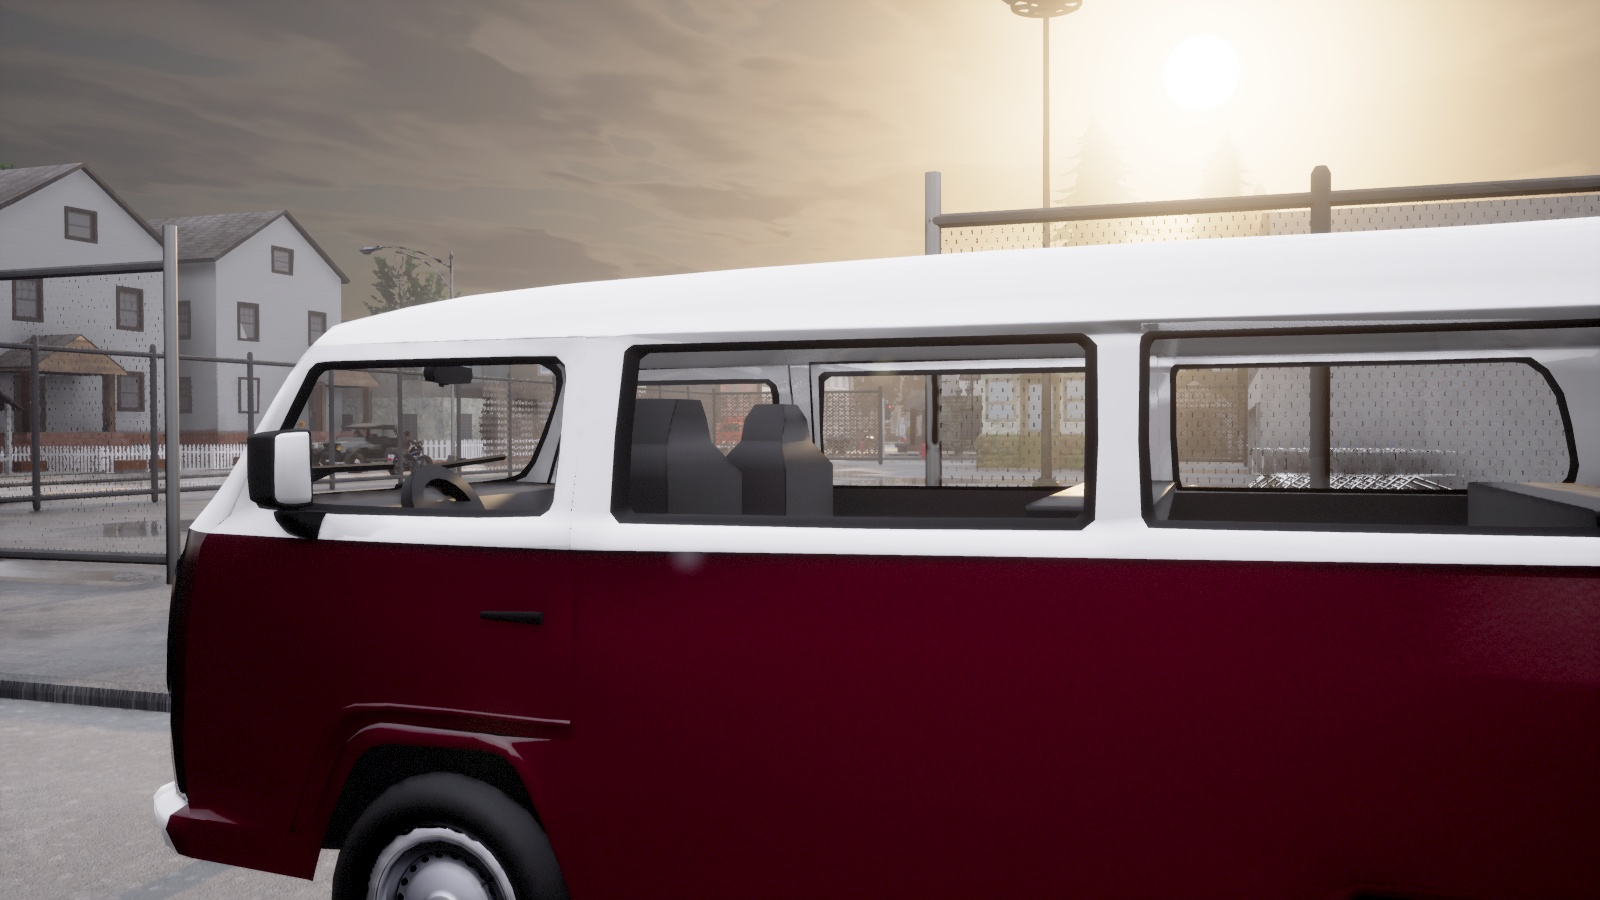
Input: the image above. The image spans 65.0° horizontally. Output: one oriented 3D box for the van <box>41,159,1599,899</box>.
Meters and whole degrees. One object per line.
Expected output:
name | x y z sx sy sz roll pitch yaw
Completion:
van | 0.462 0.495 3.565 4.480 2.038 2.069 1 1 19
